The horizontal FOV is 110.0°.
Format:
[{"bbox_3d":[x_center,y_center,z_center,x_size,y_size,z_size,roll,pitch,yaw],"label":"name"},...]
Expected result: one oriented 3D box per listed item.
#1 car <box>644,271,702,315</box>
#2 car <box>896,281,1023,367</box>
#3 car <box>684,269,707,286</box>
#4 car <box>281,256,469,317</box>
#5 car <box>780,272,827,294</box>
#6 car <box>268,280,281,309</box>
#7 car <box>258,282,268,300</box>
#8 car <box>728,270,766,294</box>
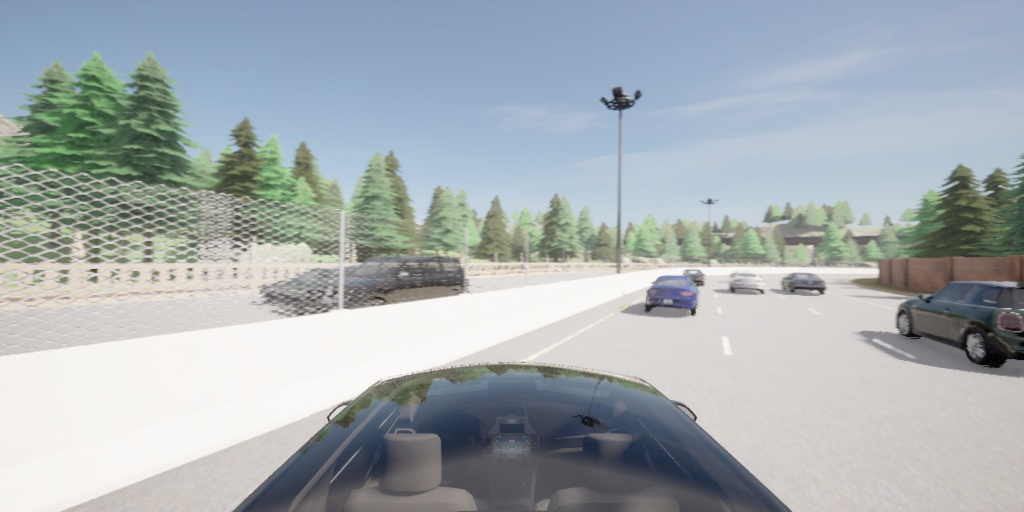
[{"bbox_3d":[6.709,1.509,14.893,1.812,1.442,4.674,1,-1,29],"label":"car"},{"bbox_3d":[10.972,1.339,8.110,2.097,1.767,4.553,1,-1,29],"label":"car"},{"bbox_3d":[15.786,1.832,31.292,2.033,1.411,5.357,1,-1,30],"label":"car"},{"bbox_3d":[-3.569,1.004,11.123,2.150,2.045,5.566,1,-1,29],"label":"car"},{"bbox_3d":[20.396,1.849,25.248,2.033,1.411,5.357,1,-1,29],"label":"car"},{"bbox_3d":[-6.175,1.116,13.652,2.097,1.767,4.553,1,-1,29],"label":"car"},{"bbox_3d":[-8.734,1.274,16.291,1.812,1.442,4.674,1,-1,29],"label":"car"},{"bbox_3d":[16.139,1.754,24.783,1.812,1.442,4.674,1,-1,29],"label":"car"}]
